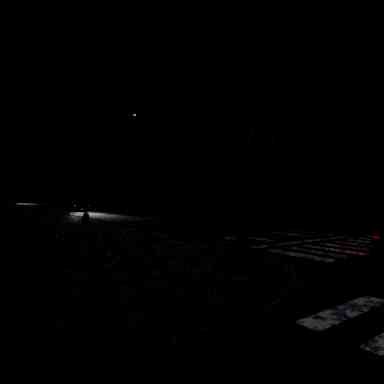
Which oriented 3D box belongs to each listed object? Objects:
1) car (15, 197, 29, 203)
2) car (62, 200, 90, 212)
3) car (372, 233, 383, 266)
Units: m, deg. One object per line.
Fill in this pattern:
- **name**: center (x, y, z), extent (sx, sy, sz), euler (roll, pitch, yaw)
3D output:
- **car**: center (-33.916, 1.585, 66.454), extent (1.895, 1.301, 4.718), euler (1, 0, -36)
- **car**: center (-13.057, 1.563, 37.408), extent (1.895, 1.301, 4.718), euler (1, 0, -36)
- **car**: center (7.300, 1.552, 9.060), extent (1.994, 1.385, 4.181), euler (0, 1, -36)
